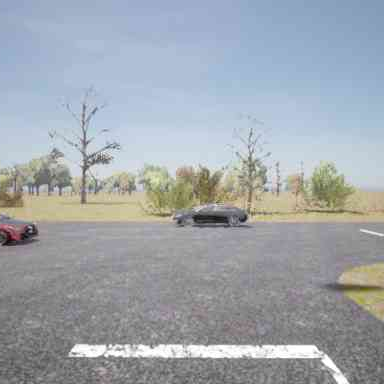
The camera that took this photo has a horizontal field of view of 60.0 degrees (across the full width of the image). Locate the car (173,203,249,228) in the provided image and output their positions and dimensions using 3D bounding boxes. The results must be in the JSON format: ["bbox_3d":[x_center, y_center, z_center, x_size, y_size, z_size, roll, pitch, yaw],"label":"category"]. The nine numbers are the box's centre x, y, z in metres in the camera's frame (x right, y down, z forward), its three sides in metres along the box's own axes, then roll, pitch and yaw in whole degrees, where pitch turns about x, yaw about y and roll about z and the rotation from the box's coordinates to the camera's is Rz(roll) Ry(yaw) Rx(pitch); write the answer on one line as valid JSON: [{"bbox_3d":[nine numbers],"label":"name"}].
[{"bbox_3d":[1.235,1.489,21.695,4.902,1.511,2.128,0,0,-1],"label":"car"}]

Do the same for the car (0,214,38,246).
[{"bbox_3d":[-9.075,1.537,14.565,4.181,1.385,1.994,0,0,-1],"label":"car"}]
